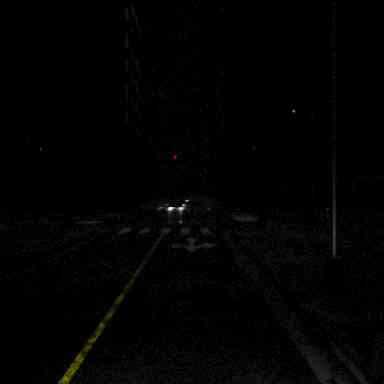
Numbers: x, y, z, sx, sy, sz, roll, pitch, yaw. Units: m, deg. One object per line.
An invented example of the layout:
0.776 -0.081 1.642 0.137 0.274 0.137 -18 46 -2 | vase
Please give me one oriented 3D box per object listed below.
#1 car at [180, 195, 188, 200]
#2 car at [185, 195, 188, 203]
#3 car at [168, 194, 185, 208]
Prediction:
-2.142 1.412 86.420 1.994 1.385 4.181 0 0 0 | car
-2.236 1.208 60.470 2.097 1.767 4.553 0 -1 0 | car
-2.284 1.445 47.115 1.837 1.490 4.892 0 2 0 | car
